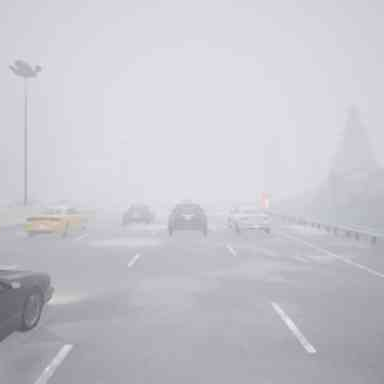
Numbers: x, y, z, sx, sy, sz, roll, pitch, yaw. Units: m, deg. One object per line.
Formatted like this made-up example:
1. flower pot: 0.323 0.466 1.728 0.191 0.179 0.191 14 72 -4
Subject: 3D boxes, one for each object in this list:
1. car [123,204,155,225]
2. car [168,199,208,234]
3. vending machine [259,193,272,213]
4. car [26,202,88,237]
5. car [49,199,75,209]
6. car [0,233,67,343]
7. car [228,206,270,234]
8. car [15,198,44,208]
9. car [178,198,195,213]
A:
1. car: -3.855 1.596 24.612 1.994 1.385 4.181 0 0 -1
2. car: -0.253 1.371 19.357 2.097 1.767 4.553 0 0 -1
3. vending machine: 7.833 1.212 35.499 1.100 2.100 0.880 0 0 -1
4. car: -7.233 1.511 18.294 1.882 1.535 5.008 0 0 -1
5. car: -18.487 1.686 47.629 1.895 1.301 4.718 0 0 -1
6. car: -3.468 1.559 3.788 2.033 1.411 5.357 0 0 -1
7. car: 3.249 1.537 19.374 1.812 1.442 4.674 0 0 -1
8. car: -25.556 1.653 52.671 2.033 1.411 5.357 0 0 0
9. car: -0.624 1.543 38.348 1.837 1.490 4.892 0 0 -1
